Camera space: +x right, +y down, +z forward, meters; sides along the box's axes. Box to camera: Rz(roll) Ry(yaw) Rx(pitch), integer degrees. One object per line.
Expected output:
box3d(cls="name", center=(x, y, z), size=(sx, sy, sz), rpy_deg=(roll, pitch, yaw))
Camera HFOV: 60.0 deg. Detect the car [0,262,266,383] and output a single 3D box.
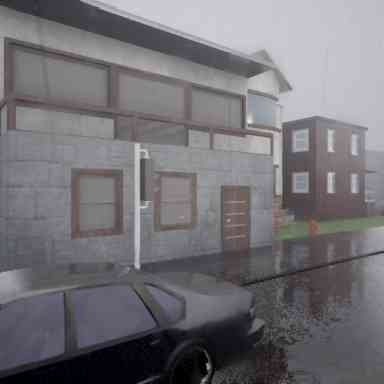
box3d(cls="car", center=(-1.602, 1.547, 3.435), size=(5.357, 1.411, 2.033), rpy_deg=(0, 0, -36))
